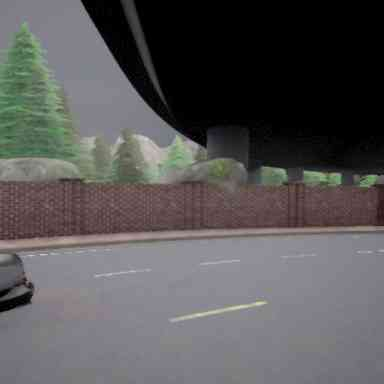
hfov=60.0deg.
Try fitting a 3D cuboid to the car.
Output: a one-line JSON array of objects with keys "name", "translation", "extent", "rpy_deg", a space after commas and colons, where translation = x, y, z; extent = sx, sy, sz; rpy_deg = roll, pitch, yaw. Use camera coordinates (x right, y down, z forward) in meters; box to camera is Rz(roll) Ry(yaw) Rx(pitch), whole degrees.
[{"name": "car", "translation": [-5.156, 1.449, 4.543], "extent": [5.357, 1.411, 2.033], "rpy_deg": [0, 1, -37]}]
